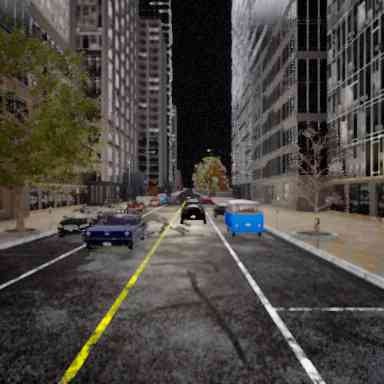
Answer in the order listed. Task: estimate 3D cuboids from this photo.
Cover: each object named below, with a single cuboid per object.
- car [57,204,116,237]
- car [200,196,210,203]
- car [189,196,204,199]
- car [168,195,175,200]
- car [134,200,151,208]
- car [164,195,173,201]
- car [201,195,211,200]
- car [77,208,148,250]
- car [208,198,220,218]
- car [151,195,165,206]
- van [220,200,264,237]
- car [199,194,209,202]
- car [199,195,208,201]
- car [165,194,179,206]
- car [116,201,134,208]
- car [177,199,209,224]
[{"bbox_3d":[-5.694,1.547,17.772,2.008,1.369,4.403,0,0,0],"label":"car"},{"bbox_3d":[2.680,1.469,69.002,2.008,1.369,4.403,0,0,0],"label":"car"},{"bbox_3d":[0.094,1.511,42.898,2.033,1.411,5.357,0,0,0],"label":"car"},{"bbox_3d":[-5.703,1.450,91.776,1.802,1.307,4.206,0,0,0],"label":"car"},{"bbox_3d":[-5.696,1.560,34.849,1.802,1.307,4.206,0,0,0],"label":"car"},{"bbox_3d":[-5.702,1.479,80.388,1.802,1.307,4.206,0,0,0],"label":"car"},{"bbox_3d":[2.682,1.520,57.618,1.802,1.307,4.206,0,0,0],"label":"car"},{"bbox_3d":[-3.103,1.598,14.373,1.895,1.301,4.718,0,0,0],"label":"car"},{"bbox_3d":[2.686,1.536,29.154,2.008,1.369,4.403,0,0,0],"label":"car"},{"bbox_3d":[-5.698,1.530,51.927,1.802,1.307,4.206,0,0,0],"label":"car"},{"bbox_3d":[2.687,1.337,17.769,1.690,1.788,3.998,0,0,0],"label":"van"},{"bbox_3d":[2.680,1.348,74.694,1.967,1.590,4.097,0,0,0],"label":"car"},{"bbox_3d":[2.679,1.448,80.387,2.008,1.369,4.403,0,0,0],"label":"car"},{"bbox_3d":[-3.068,1.489,55.568,2.033,1.411,5.357,0,0,1],"label":"car"},{"bbox_3d":[-5.695,1.543,23.464,2.008,1.369,4.403,0,0,0],"label":"car"},{"bbox_3d":[0.097,1.516,24.756,1.812,1.442,4.674,0,0,0],"label":"car"}]
